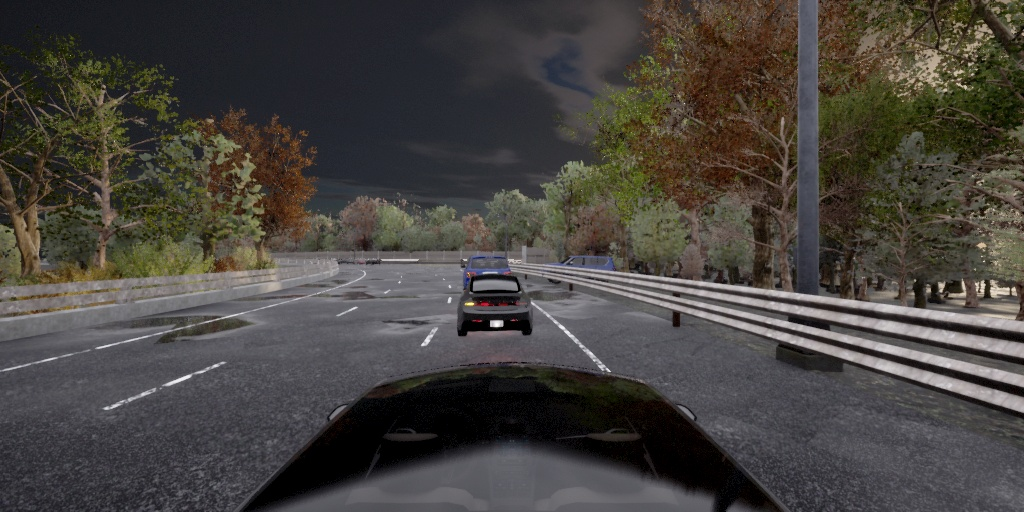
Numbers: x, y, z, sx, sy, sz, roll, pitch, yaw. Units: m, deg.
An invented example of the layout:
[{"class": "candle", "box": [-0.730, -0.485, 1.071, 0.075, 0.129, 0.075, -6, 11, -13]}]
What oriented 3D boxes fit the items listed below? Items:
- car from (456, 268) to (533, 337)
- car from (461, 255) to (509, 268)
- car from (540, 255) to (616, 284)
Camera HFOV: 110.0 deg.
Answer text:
[{"class": "car", "box": [-0.554, 1.255, 10.369, 1.837, 1.490, 4.892, 0, 0, -5]}, {"class": "car", "box": [-1.325, 0.971, 17.850, 2.150, 2.045, 5.566, 0, 0, -9]}, {"class": "car", "box": [4.818, 0.967, 26.164, 5.566, 2.045, 2.150, 3, 1, -6]}]
